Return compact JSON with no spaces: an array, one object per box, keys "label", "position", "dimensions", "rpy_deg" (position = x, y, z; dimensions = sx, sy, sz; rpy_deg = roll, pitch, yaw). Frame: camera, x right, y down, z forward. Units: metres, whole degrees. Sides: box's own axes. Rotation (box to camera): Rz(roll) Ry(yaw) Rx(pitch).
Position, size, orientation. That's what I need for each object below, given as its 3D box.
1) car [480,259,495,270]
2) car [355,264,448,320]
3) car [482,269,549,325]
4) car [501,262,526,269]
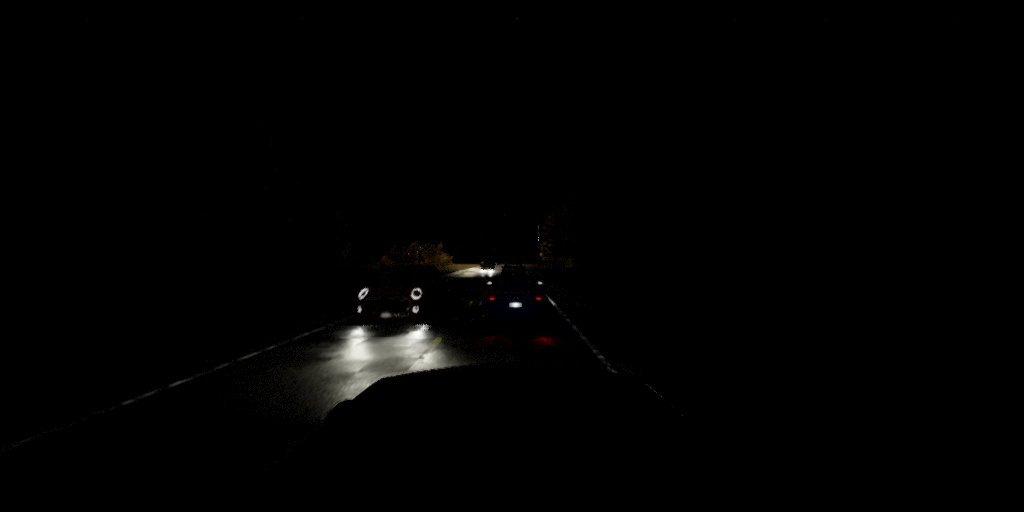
[{"label":"car","position":[-3.562,1.234,52.752],"dimensions":[2.128,1.511,4.902],"rpy_deg":[0,0,0]},{"label":"car","position":[-3.600,1.102,12.466],"dimensions":[2.097,1.767,4.553],"rpy_deg":[0,0,0]},{"label":"car","position":[0.100,1.314,11.852],"dimensions":[1.994,1.385,4.181],"rpy_deg":[0,0,0]},{"label":"car","position":[0.101,1.240,29.534],"dimensions":[2.128,1.511,4.902],"rpy_deg":[0,0,0]}]
